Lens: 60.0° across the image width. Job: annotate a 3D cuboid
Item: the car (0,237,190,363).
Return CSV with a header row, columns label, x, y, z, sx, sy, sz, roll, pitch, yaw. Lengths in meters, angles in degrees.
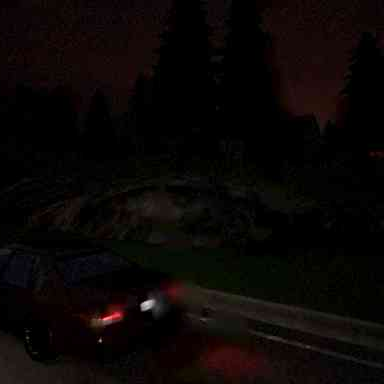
label,x,y,z,sx,sy,sz,roll,pitch,yaw
car,-2.618,1.547,5.860,5.357,1.411,2.033,0,0,35
